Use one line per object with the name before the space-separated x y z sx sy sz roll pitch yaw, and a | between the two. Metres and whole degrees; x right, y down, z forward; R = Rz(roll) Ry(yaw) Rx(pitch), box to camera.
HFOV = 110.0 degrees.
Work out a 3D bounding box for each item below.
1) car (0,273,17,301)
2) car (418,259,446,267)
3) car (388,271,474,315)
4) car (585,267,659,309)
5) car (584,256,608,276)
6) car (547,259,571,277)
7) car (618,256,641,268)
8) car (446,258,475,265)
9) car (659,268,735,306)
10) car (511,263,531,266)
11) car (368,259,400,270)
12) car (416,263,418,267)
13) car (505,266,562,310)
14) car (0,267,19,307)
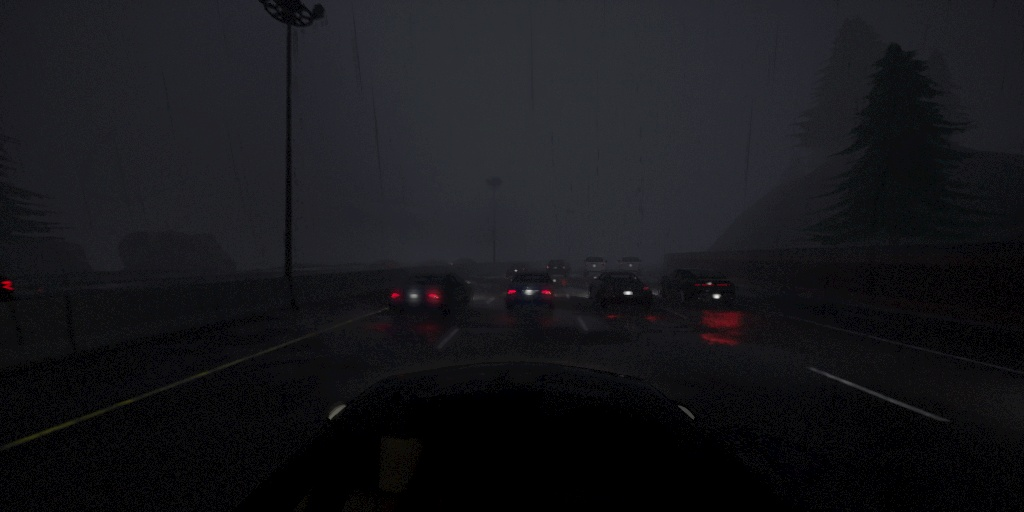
car | -13.909 0.930 6.831 2.150 2.045 5.566 0 0 2
car | -10.120 1.322 48.203 1.895 1.301 4.718 0 0 18
car | -2.789 1.289 13.536 2.033 1.411 5.357 0 0 5
car | 4.453 1.328 15.149 1.994 1.385 4.181 0 0 6
car | 8.658 0.999 37.165 2.150 2.045 5.566 0 0 15
car | 4.625 1.117 35.481 2.097 1.767 4.553 0 0 14
car | 12.839 1.011 39.012 2.150 2.045 5.566 0 0 17
car | -6.505 1.083 47.921 2.097 1.767 4.553 0 0 18
car | 8.067 1.280 16.070 1.837 1.490 4.892 0 0 6
car | 0.809 1.317 34.662 1.994 1.385 4.181 0 0 13
car | -17.303 1.177 48.594 1.882 1.535 5.008 0 0 17
car | -12.208 1.192 52.967 1.882 1.535 5.008 0 0 19
car | 0.852 1.300 14.838 2.033 1.411 5.357 0 0 6
car | -20.614 1.193 11.803 1.837 1.490 4.892 0 0 5
